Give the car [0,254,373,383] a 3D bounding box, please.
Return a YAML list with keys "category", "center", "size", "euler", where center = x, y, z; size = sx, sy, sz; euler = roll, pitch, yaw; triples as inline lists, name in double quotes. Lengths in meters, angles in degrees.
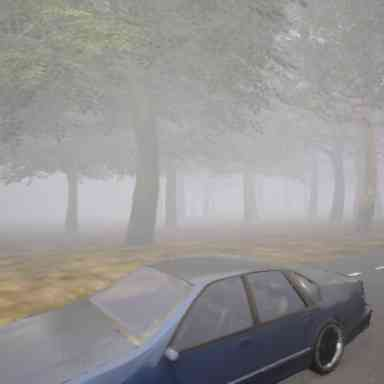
- category: "car"
  center: [0.112, 1.556, 4.063]
  size: [5.357, 1.411, 2.033]
  euler: [0, 0, -36]
